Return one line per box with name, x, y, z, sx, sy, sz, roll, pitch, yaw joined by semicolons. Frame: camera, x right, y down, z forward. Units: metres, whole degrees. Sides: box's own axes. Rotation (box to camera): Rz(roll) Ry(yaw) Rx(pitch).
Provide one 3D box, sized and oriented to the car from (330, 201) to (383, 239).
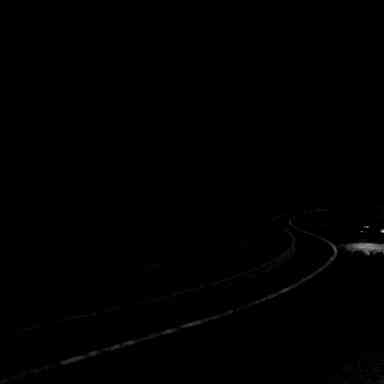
car;8.079;1.307;15.954;1.837;1.490;4.892;-1;1;7
